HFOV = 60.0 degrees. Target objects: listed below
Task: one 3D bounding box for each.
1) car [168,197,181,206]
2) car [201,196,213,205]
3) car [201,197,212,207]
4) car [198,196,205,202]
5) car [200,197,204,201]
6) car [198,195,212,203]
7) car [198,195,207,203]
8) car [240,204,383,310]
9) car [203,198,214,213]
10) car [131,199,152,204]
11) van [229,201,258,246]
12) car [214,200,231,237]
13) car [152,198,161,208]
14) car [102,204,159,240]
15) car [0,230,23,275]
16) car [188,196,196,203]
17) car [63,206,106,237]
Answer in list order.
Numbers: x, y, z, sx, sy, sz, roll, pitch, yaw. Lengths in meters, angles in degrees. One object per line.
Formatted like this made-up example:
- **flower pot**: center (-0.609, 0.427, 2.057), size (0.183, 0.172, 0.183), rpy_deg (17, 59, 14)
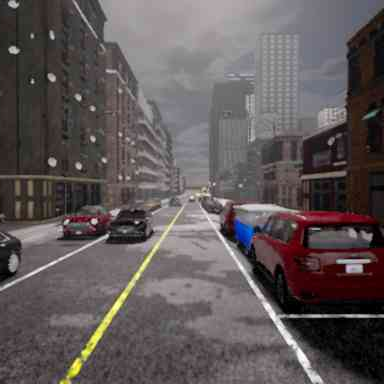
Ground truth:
- **car**: center (-3.046, 1.634, 59.112), size (2.097, 1.767, 4.553), rpy_deg (0, 0, 0)
- **car**: center (3.006, 1.672, 67.568), size (2.097, 1.767, 4.553), rpy_deg (0, 0, 0)
- **car**: center (2.648, 1.786, 45.374), size (1.947, 1.339, 4.313), rpy_deg (-1, 0, 0)
- **car**: center (2.676, 1.967, 95.762), size (1.752, 1.417, 4.829), rpy_deg (-1, 0, 0)
- **car**: center (2.648, 1.811, 50.953), size (1.947, 1.339, 4.313), rpy_deg (-1, 0, 0)
- **car**: center (2.644, 1.586, 56.534), size (2.192, 1.841, 5.009), rpy_deg (-1, 0, 0)
- **car**: center (2.647, 1.709, 84.433), size (2.192, 1.841, 5.009), rpy_deg (-1, 0, 0)
- **car**: center (2.673, 1.355, 7.859), size (2.192, 1.841, 5.009), rpy_deg (-1, 0, 0)
- **car**: center (2.681, 1.754, 39.802), size (2.008, 1.369, 4.403), rpy_deg (-1, 0, 0)
- **car**: center (-5.702, 1.610, 34.901), size (1.967, 1.590, 4.097), rpy_deg (-1, 0, 0)
- **van**: center (2.674, 1.407, 13.266), size (1.690, 1.788, 3.998), rpy_deg (-1, 0, 0)
- **car**: center (2.674, 1.407, 18.673), size (2.192, 1.841, 5.009), rpy_deg (-1, 0, 0)
- **car**: center (-5.700, 1.744, 45.155), size (1.752, 1.417, 4.829), rpy_deg (-1, 0, 0)
- **car**: center (-3.098, 1.592, 17.743), size (1.837, 1.490, 4.892), rpy_deg (0, 0, 0)
- **car**: center (-5.703, 1.590, 7.865), size (2.008, 1.369, 4.403), rpy_deg (-1, 0, 0)
- **car**: center (0.008, 1.832, 81.381), size (2.033, 1.411, 5.357), rpy_deg (0, 0, 0)
- **car**: center (-5.704, 1.532, 18.680), size (1.967, 1.590, 4.097), rpy_deg (-1, 0, 0)
